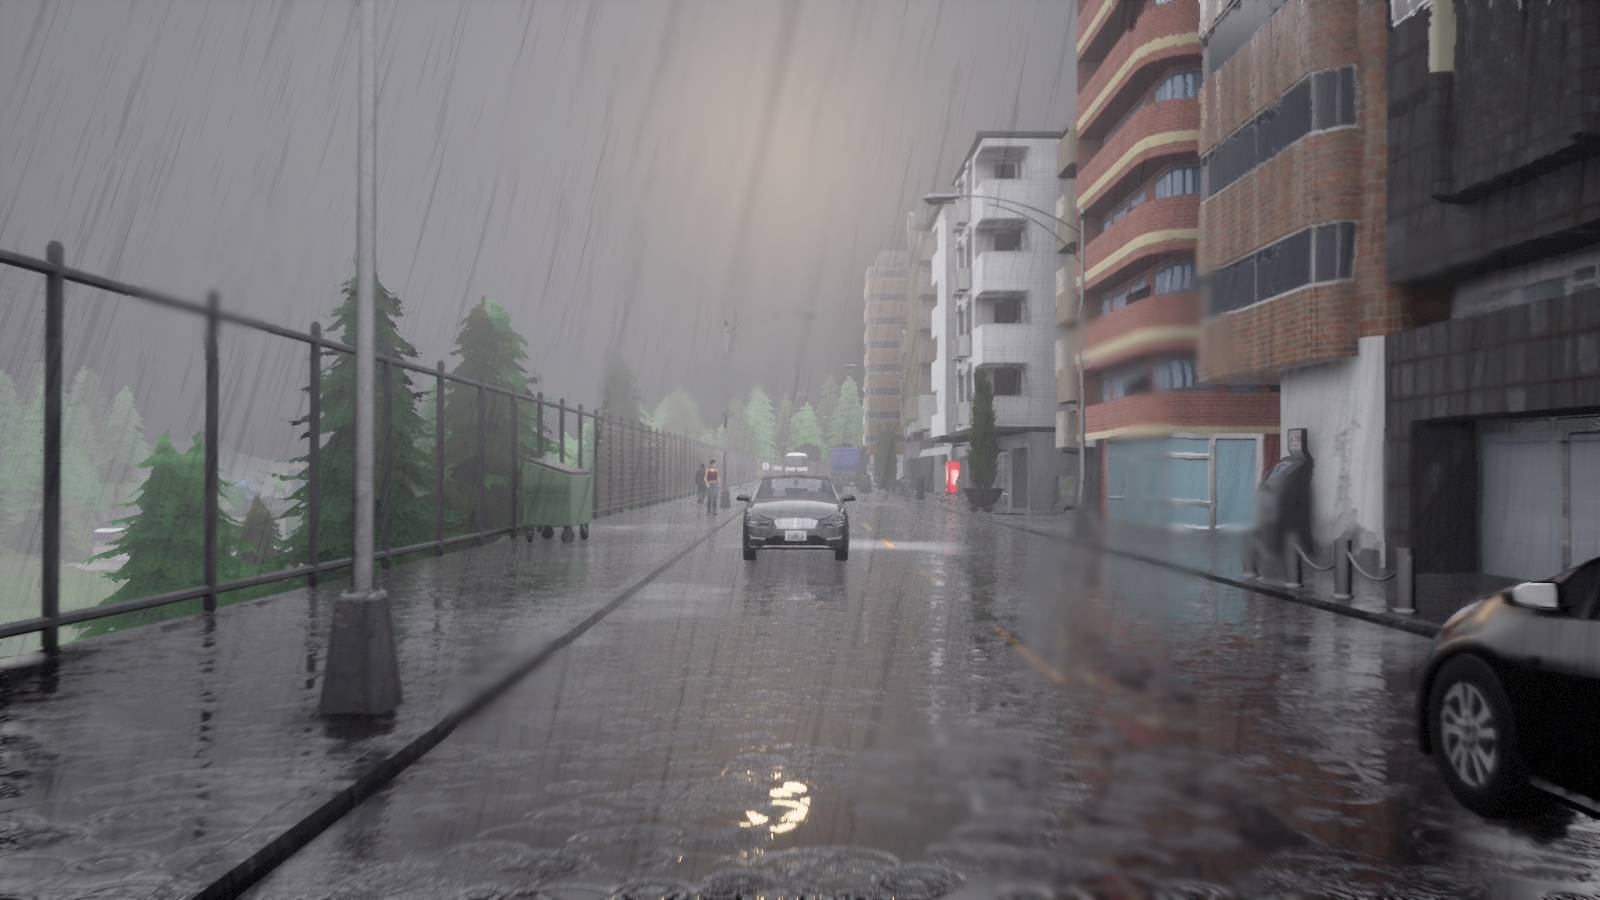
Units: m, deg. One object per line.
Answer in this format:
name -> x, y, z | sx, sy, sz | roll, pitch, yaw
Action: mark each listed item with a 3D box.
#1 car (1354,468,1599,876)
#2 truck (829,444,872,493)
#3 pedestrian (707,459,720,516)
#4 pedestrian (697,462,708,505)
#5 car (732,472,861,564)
car -> 3.986, 0.820, 4.468 | 2.007, 1.525, 4.514 | 0, -1, 0
truck -> 3.735, 1.393, 94.127 | 2.891, 3.462, 7.936 | 0, -1, 0
pedestrian -> -2.841, 1.224, 41.112 | 0.345, 1.836, 0.594 | 0, -1, -10
pedestrian -> -4.274, 1.465, 55.160 | 0.431, 1.840, 0.703 | 0, -1, 0
car -> -0.065, 1.160, 23.222 | 2.128, 1.511, 4.902 | 0, -1, 0
